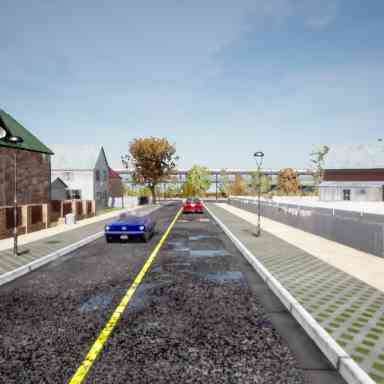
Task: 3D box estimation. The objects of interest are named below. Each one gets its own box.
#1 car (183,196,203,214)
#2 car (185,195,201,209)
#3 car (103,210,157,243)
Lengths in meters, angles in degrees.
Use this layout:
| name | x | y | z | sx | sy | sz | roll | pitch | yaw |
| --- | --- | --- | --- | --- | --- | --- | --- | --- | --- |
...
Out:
| name | x | y | z | sx | sy | sz | roll | pitch | yaw |
| --- | --- | --- | --- | --- | --- | --- | --- | --- | --- |
| car | 0.096 | 1.346 | 35.347 | 2.097 | 1.767 | 4.553 | 0 | 0 | 0 |
| car | 0.099 | 1.354 | 45.108 | 2.097 | 1.767 | 4.553 | 0 | 0 | 0 |
| car | -2.844 | 1.594 | 16.163 | 1.895 | 1.301 | 4.718 | 0 | 0 | 0 |
